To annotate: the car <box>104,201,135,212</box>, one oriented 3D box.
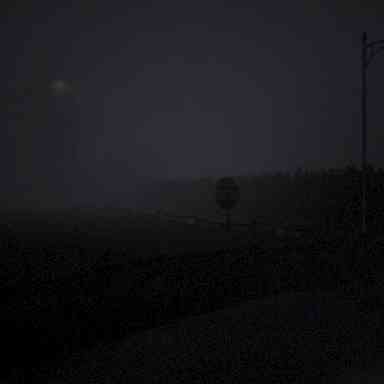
[{"bbox_3d":[-7.538,1.700,34.387,1.837,1.490,4.892,0,0,-35],"label":"car"}]
